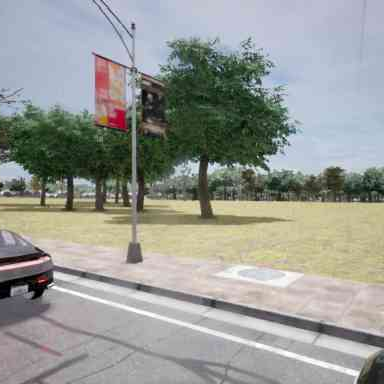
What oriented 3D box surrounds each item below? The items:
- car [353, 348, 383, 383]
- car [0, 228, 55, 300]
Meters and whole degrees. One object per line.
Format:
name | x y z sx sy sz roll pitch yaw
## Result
car | 3.298 1.493 1.322 4.902 1.511 2.128 0 0 36
car | -4.974 1.514 7.209 4.902 1.511 2.128 0 0 36
